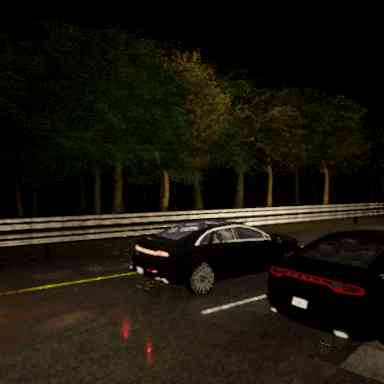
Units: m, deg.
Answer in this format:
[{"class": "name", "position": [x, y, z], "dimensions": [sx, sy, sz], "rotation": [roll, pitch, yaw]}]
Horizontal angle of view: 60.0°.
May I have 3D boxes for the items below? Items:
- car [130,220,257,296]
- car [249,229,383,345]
[{"class": "car", "position": [0.836, 1.479, 8.639], "dimensions": [4.902, 1.511, 2.128], "rotation": [0, 0, -36]}, {"class": "car", "position": [3.591, 1.463, 6.310], "dimensions": [5.008, 1.535, 1.882], "rotation": [0, 0, -36]}]
